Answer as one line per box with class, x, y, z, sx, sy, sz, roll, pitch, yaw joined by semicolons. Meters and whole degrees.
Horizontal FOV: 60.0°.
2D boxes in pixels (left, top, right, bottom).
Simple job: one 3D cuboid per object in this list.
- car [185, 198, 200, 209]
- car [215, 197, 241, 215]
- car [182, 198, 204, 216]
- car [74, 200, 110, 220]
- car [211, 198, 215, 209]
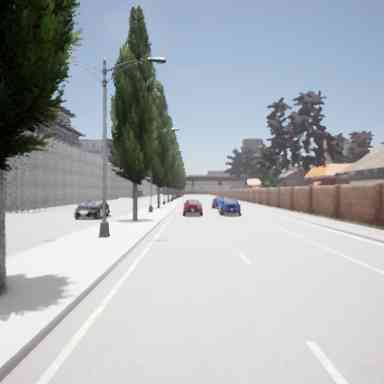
car;0.063;1.488;43.565;1.895;1.301;4.718;0;0;0
car;3.575;1.395;32.175;1.882;1.535;5.008;0;0;0
car;0.081;1.443;31.933;1.812;1.442;4.674;0;0;0
car;-8.024;1.389;27.114;2.128;1.511;4.902;1;1;1
car;3.566;1.412;44.035;1.812;1.442;4.674;0;0;0
